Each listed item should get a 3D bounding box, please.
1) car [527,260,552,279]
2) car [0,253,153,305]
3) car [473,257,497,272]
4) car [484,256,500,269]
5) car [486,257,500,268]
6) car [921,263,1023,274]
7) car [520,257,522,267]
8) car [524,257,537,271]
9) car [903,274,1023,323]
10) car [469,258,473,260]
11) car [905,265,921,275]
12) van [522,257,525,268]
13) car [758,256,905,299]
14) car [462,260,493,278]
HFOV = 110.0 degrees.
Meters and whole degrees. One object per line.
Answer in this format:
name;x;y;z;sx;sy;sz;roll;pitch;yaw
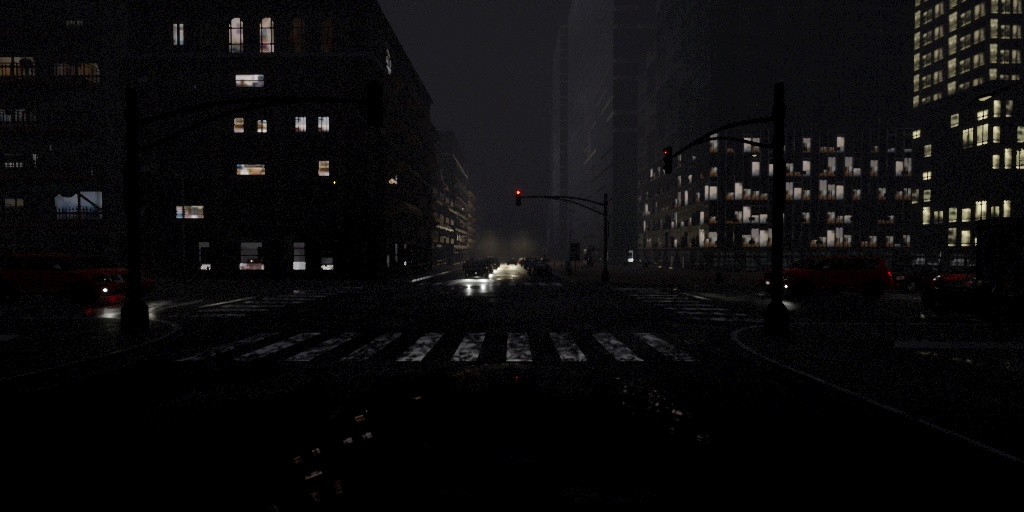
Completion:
car;2.633;1.272;32.477;1.888;1.381;4.507;0;0;0
car;-18.851;0.911;15.342;5.566;2.045;2.150;0;1;1
car;-3.129;1.220;41.554;1.837;1.490;4.892;0;0;0
car;-3.123;1.054;50.791;2.097;1.767;4.553;0;0;0
car;-3.107;1.037;60.698;2.097;1.767;4.553;0;0;0
car;24.138;1.192;17.989;4.553;1.767;2.097;1;1;1
car;2.615;1.240;55.061;1.888;1.381;4.507;0;0;0
car;2.628;1.159;38.123;1.967;1.591;4.097;0;0;0
car;16.706;1.445;12.181;4.403;1.370;2.007;0;0;1
car;-5.729;1.270;49.375;1.948;1.339;4.313;0;0;0
car;23.359;1.230;20.734;4.097;1.591;1.967;0;0;1
van;2.619;1.045;49.415;1.690;1.789;3.998;0;0;0
car;15.701;1.020;18.098;5.566;2.045;2.150;0;1;1
car;-3.115;1.290;32.816;1.994;1.385;4.181;0;0;0
